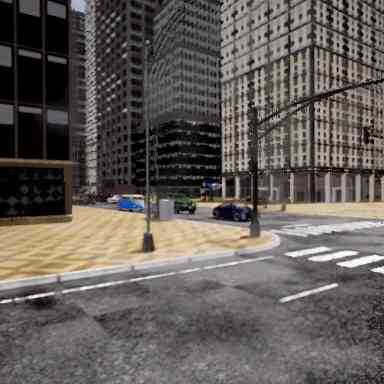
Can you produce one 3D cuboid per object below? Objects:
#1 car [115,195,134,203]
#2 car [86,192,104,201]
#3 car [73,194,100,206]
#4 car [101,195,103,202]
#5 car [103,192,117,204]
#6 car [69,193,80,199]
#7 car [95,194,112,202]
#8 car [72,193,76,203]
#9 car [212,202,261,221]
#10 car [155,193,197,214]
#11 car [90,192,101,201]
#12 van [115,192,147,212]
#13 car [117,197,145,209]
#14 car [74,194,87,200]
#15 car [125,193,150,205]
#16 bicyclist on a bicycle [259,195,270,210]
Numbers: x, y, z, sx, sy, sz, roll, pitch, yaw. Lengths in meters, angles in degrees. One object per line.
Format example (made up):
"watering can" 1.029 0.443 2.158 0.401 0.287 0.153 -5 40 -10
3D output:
"car" -12.116 1.248 59.548 1.887 1.381 4.507 0 0 -34
"car" -21.423 0.937 73.315 2.192 1.841 5.009 0 0 -34
"car" -15.957 1.362 50.266 1.947 1.339 4.313 0 0 -34
"car" -15.219 0.991 64.136 2.192 1.841 5.009 0 0 -34
"car" -12.837 1.262 55.983 1.812 1.442 4.674 -1 1 -34
"car" -30.825 1.065 87.224 1.752 1.417 4.829 0 0 -34
"car" -18.321 1.215 68.727 1.947 1.339 4.313 0 0 -34
"car" -19.058 1.321 54.854 2.008 1.369 4.403 0 0 -34
"car" 3.445 1.487 26.181 1.994 1.385 4.181 -1 1 -34
"car" -1.720 1.097 33.820 2.150 2.045 5.566 -1 1 -34
"car" -18.364 1.193 64.151 1.837 1.490 4.892 -1 1 -34
"van" -6.650 1.217 36.497 1.690 1.788 3.998 0 0 -34
"car" -7.928 1.352 43.025 1.812 1.442 4.674 -1 0 -34
"car" -27.627 1.118 82.494 2.008 1.369 4.403 0 0 -34
"car" -9.014 1.045 54.957 2.192 1.841 5.009 0 0 -34
"bicyclist on a bicycle" 7.738 1.129 35.423 1.656 1.620 0.582 -1 1 -34
